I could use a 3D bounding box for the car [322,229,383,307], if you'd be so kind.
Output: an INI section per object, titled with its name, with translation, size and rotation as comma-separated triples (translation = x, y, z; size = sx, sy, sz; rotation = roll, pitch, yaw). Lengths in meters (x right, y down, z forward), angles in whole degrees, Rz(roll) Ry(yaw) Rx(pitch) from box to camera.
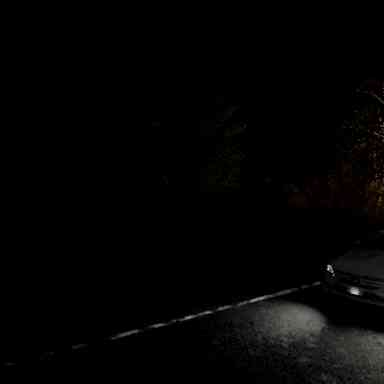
[car]
translation = 4.870, 1.545, 7.449
size = 4.674, 1.442, 1.812
rotation = 0, 0, -36
